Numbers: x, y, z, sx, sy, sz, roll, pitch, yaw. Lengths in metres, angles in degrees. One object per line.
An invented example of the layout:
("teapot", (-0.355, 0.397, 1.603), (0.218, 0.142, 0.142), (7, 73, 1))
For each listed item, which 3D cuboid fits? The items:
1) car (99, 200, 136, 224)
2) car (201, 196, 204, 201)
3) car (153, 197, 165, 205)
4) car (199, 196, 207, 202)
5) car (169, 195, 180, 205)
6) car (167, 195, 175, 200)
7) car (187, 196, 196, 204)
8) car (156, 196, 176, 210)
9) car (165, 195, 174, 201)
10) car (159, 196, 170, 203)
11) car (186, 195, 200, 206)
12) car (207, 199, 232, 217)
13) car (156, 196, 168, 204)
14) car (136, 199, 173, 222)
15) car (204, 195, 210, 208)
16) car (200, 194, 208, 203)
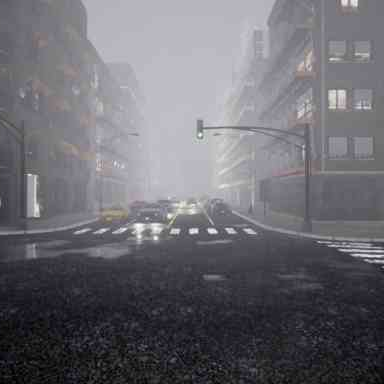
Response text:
("car", (-5.713, 1.531, 25.196), (1.752, 1.417, 4.829), (1, 0, 0))
("car", (2.640, 1.595, 47.456), (1.802, 1.307, 4.206), (1, 0, 0))
("car", (-5.754, 1.543, 58.337), (1.752, 1.417, 4.829), (1, 0, 0))
("car", (2.601, 1.595, 80.596), (1.947, 1.339, 4.313), (1, 0, 0))
("car", (-3.098, 1.565, 58.843), (2.033, 1.411, 5.357), (0, 0, 1))
("car", (-5.793, 1.586, 91.647), (2.008, 1.369, 4.403), (1, 0, 0))
("car", (-0.081, 1.547, 67.148), (1.812, 1.442, 4.674), (0, 0, 0))
("car", (-3.137, 1.535, 36.994), (1.812, 1.442, 4.674), (0, 0, 0))
("car", (-5.786, 1.557, 85.953), (1.752, 1.417, 4.829), (1, 0, 0))
("car", (-5.767, 1.568, 69.554), (1.887, 1.381, 4.507), (1, 0, 0))
("car", (-0.067, 1.564, 56.726), (2.033, 1.411, 5.357), (0, 0, 0))
("car", (2.660, 1.552, 30.885), (1.887, 1.381, 4.507), (1, 0, 0))
("car", (-5.761, 1.571, 64.030), (2.008, 1.369, 4.403), (1, 0, 0))
("car", (-3.101, 1.554, 26.887), (2.033, 1.411, 5.357), (0, 0, 4))
("car", (2.654, 1.449, 36.409), (1.967, 1.590, 4.097), (1, 0, 0))
("car", (2.616, 1.338, 69.550), (2.192, 1.841, 5.009), (1, 0, 0))
